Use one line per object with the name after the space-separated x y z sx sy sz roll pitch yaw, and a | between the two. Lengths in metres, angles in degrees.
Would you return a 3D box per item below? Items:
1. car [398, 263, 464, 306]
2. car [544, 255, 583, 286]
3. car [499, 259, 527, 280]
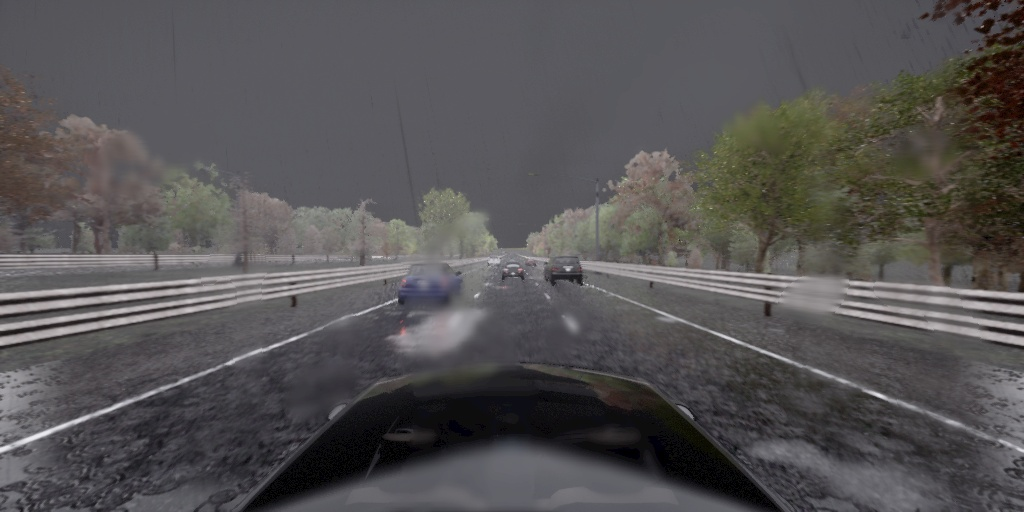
-3.404 1.097 15.950 2.097 1.767 4.553 0 0 0 | car
3.596 0.961 25.608 2.150 2.045 5.566 0 0 0 | car
0.093 1.261 31.262 1.812 1.442 4.674 0 0 0 | car
